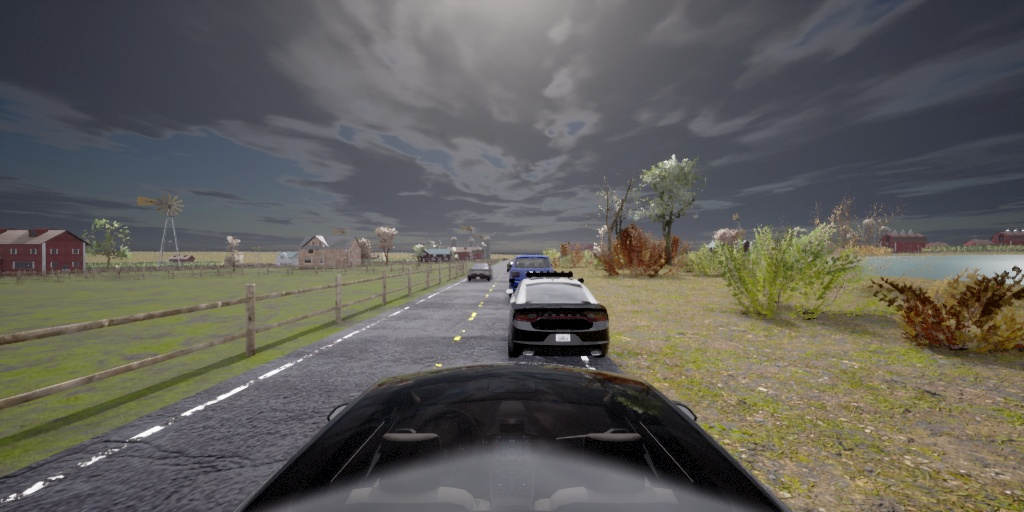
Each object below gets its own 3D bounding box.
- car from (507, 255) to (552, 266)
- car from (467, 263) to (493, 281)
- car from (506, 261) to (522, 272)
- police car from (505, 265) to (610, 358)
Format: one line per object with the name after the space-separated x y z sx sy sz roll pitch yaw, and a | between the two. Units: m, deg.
0.949 0.974 18.550 2.150 2.045 5.566 0 0 0 | car
-2.549 1.301 29.822 2.033 1.411 5.357 0 0 0 | car
0.347 1.334 46.308 1.994 1.385 4.181 0 0 2 | car
0.878 1.174 8.630 1.930 1.638 5.238 0 0 0 | police car
